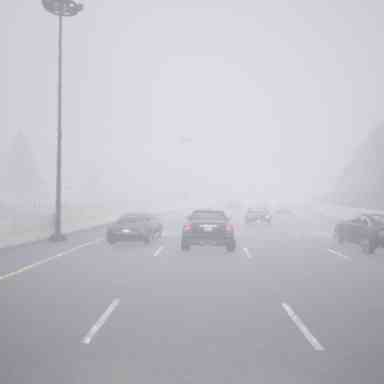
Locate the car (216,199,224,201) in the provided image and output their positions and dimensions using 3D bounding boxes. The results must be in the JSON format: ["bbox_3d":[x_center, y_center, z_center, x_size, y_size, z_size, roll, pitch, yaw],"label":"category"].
[{"bbox_3d":[5.275,2.055,59.070,2.128,1.511,4.902,0,-1,18],"label":"car"}]

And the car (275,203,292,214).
[{"bbox_3d":[11.376,2.057,41.596,1.895,1.301,4.718,0,-1,12],"label":"car"}]

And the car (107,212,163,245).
[{"bbox_3d":[-2.706,1.691,16.502,1.994,1.385,4.181,0,-1,5],"label":"car"}]

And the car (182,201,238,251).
[{"bbox_3d":[0.766,1.492,15.068,2.097,1.767,4.553,0,-1,4],"label":"car"}]

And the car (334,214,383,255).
[{"bbox_3d":[7.684,1.677,14.187,2.128,1.511,4.902,0,0,3],"label":"car"}]

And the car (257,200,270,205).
[{"bbox_3d":[12.849,2.190,59.577,1.994,1.385,4.181,0,-1,19],"label":"car"}]

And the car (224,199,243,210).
[{"bbox_3d":[6.758,1.860,51.461,2.097,1.767,4.553,0,-1,15],"label":"car"}]

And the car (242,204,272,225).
[{"bbox_3d":[5.197,1.877,26.577,1.895,1.301,4.718,0,-1,8],"label":"car"}]
